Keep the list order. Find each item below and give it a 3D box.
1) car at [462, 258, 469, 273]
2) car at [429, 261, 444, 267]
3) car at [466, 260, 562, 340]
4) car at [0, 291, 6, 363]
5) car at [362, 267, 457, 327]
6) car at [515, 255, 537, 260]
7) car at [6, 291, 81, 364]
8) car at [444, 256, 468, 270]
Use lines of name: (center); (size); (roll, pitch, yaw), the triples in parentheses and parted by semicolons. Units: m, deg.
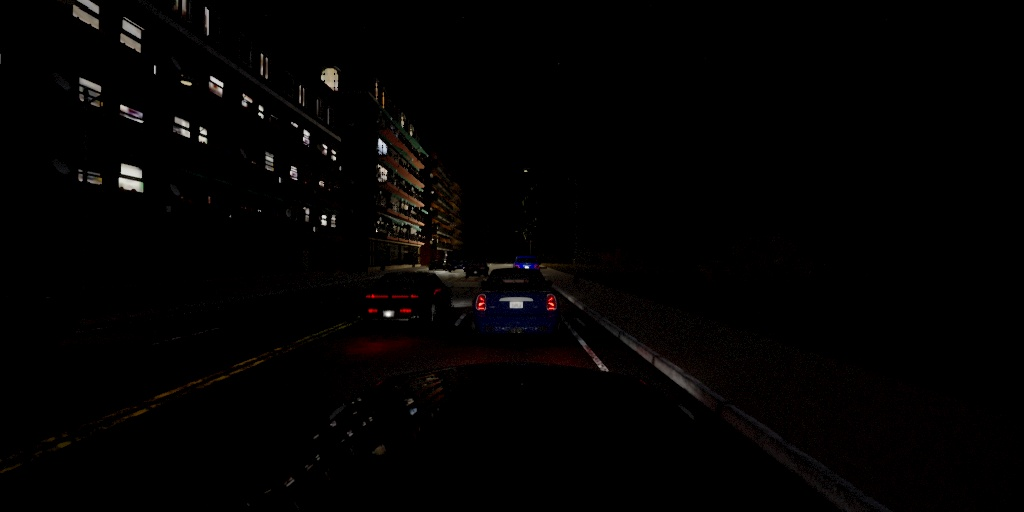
car: (-3.142, 1.231, 33.451); (1.882, 1.535, 5.008); (0, 0, 0)
car: (-9.836, 1.316, 48.217); (1.994, 1.385, 4.181); (0, 0, 0)
car: (0.100, 1.103, 10.083); (2.097, 1.767, 4.553); (0, 0, 0)
car: (-6.602, 1.102, 1.642); (2.097, 1.767, 4.553); (0, 0, 0)
car: (-3.149, 1.253, 11.567); (1.837, 1.490, 4.892); (0, -1, 0)
car: (1.145, 0.978, 30.037); (2.150, 2.045, 5.566); (0, 0, 0)
car: (-9.850, 1.242, 5.274); (2.128, 1.511, 4.902); (0, 0, 0)
car: (-6.589, 0.974, 44.832); (2.150, 2.045, 5.566); (0, 0, 0)
